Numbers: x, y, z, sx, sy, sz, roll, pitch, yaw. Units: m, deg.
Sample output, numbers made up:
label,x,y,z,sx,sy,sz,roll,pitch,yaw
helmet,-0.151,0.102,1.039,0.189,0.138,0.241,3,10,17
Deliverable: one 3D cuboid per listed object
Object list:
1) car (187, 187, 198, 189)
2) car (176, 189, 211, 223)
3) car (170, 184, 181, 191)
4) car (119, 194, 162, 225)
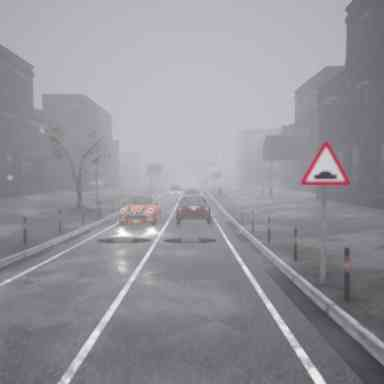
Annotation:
label,x,y,z,sx,sy,sz,roll,pitch,yaw
car,0.105,0.172,40.221,1.837,1.490,4.892,0,3,0
car,0.102,0.936,21.578,2.097,1.767,4.553,0,2,0
car,-3.019,-0.845,61.407,1.994,1.385,4.181,0,2,1
car,-3.096,0.972,20.566,2.097,1.767,4.553,0,2,0
